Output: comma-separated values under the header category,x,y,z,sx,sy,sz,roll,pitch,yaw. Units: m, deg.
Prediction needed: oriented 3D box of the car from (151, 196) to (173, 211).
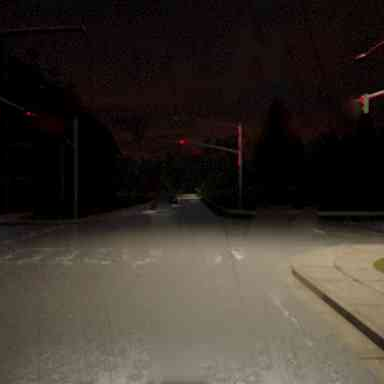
category,x,y,z,sx,sy,sz,roll,pitch,yaw
car,-3.597,1.482,38.835,1.994,1.385,4.181,0,0,0

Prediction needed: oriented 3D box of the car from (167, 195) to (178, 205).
category,x,y,z,sx,sy,sz,roll,pitch,yaw
car,-3.567,1.234,55.953,2.097,1.767,4.553,0,0,0
